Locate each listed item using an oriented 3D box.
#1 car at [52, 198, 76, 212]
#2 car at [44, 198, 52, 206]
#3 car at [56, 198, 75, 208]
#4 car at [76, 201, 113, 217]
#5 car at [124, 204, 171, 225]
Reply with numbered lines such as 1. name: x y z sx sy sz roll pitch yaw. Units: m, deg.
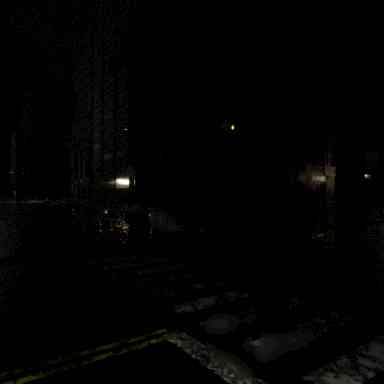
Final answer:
1. car: -15.486 1.725 41.382 2.033 1.411 5.357 1 -1 -34
2. car: -26.482 1.803 62.419 2.128 1.511 4.902 1 -1 -36
3. car: -20.691 1.791 54.243 1.812 1.442 4.674 1 -1 -35
4. car: -9.344 1.620 32.688 2.128 1.511 4.902 1 -1 -35
5. car: -3.403 1.607 24.317 1.812 1.442 4.674 1 -1 -37
